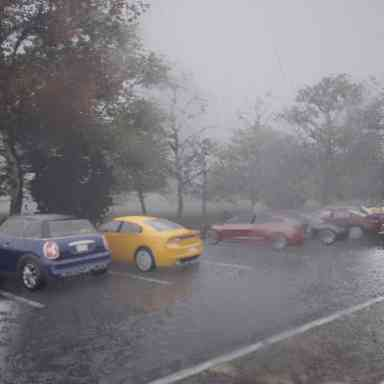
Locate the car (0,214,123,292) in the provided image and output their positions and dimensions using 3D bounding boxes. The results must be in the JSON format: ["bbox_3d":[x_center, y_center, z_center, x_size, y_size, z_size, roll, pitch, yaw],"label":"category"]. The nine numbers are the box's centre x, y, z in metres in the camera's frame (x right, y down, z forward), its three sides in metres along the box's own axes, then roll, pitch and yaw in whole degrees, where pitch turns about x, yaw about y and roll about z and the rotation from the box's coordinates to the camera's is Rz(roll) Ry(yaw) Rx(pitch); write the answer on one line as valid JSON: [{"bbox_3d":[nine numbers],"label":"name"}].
[{"bbox_3d":[-4.402,1.395,9.246,4.553,1.767,2.185,-1,-1,34],"label":"car"}]

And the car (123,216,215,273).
[{"bbox_3d":[-2.022,1.543,10.998,5.008,1.535,2.097,-1,-1,34],"label":"car"}]

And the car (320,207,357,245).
[{"bbox_3d":[5.138,1.637,16.292,4.792,1.488,2.163,-1,-1,33],"label":"car"}]

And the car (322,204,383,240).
[{"bbox_3d":[7.469,1.629,18.093,5.008,1.535,2.097,-1,-1,33],"label":"car"}]

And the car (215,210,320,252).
[{"bbox_3d":[2.710,1.616,14.540,4.792,1.488,2.163,-1,-1,33],"label":"car"}]
